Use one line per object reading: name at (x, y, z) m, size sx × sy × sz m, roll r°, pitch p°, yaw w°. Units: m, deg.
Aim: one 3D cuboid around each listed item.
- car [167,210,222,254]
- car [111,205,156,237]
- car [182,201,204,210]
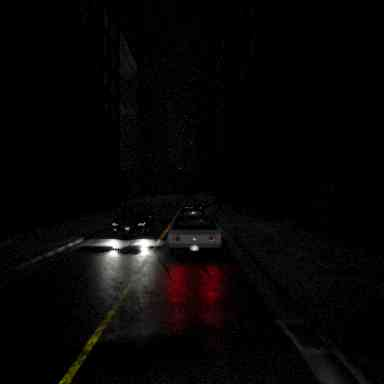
car at (0.095, 1.609, 13.501) m, size 1.895 × 1.301 × 4.718 m, roll 0°, pitch 0°, yaw 0°
car at (-3.100, 1.516, 18.366) m, size 1.837 × 1.490 × 4.892 m, roll 0°, pitch 0°, yaw 0°
car at (0.095, 1.504, 29.723) m, size 2.128 × 1.511 × 4.902 m, roll 0°, pitch 0°, yaw 0°
